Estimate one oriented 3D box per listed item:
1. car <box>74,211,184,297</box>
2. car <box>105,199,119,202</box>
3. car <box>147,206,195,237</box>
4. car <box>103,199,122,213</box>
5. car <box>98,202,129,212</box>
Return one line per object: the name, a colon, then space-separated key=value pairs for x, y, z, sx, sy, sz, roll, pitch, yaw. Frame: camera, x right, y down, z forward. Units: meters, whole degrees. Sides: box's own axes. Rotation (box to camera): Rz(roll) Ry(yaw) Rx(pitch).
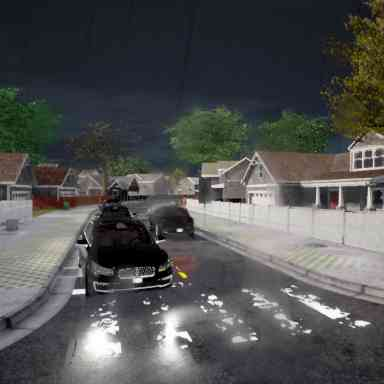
car: x=-1.972 y=1.496 z=8.833 sx=1.837 sy=1.490 sz=4.892 roll=0 pitch=0 yaw=-22
car: x=-6.501 y=1.486 z=26.957 sx=2.128 sy=1.511 sz=4.902 roll=0 pitch=0 yaw=-14
car: x=-1.192 y=1.513 z=17.780 sx=1.837 sy=1.490 sz=4.892 roll=0 pitch=0 yaw=-15
car: x=-9.019 y=1.522 z=37.910 sx=1.812 sy=1.442 sz=4.674 roll=0 pitch=0 yaw=-10
car: x=-4.159 y=1.498 z=17.992 sx=1.837 sy=1.490 sz=4.892 roll=0 pitch=0 yaw=-15
